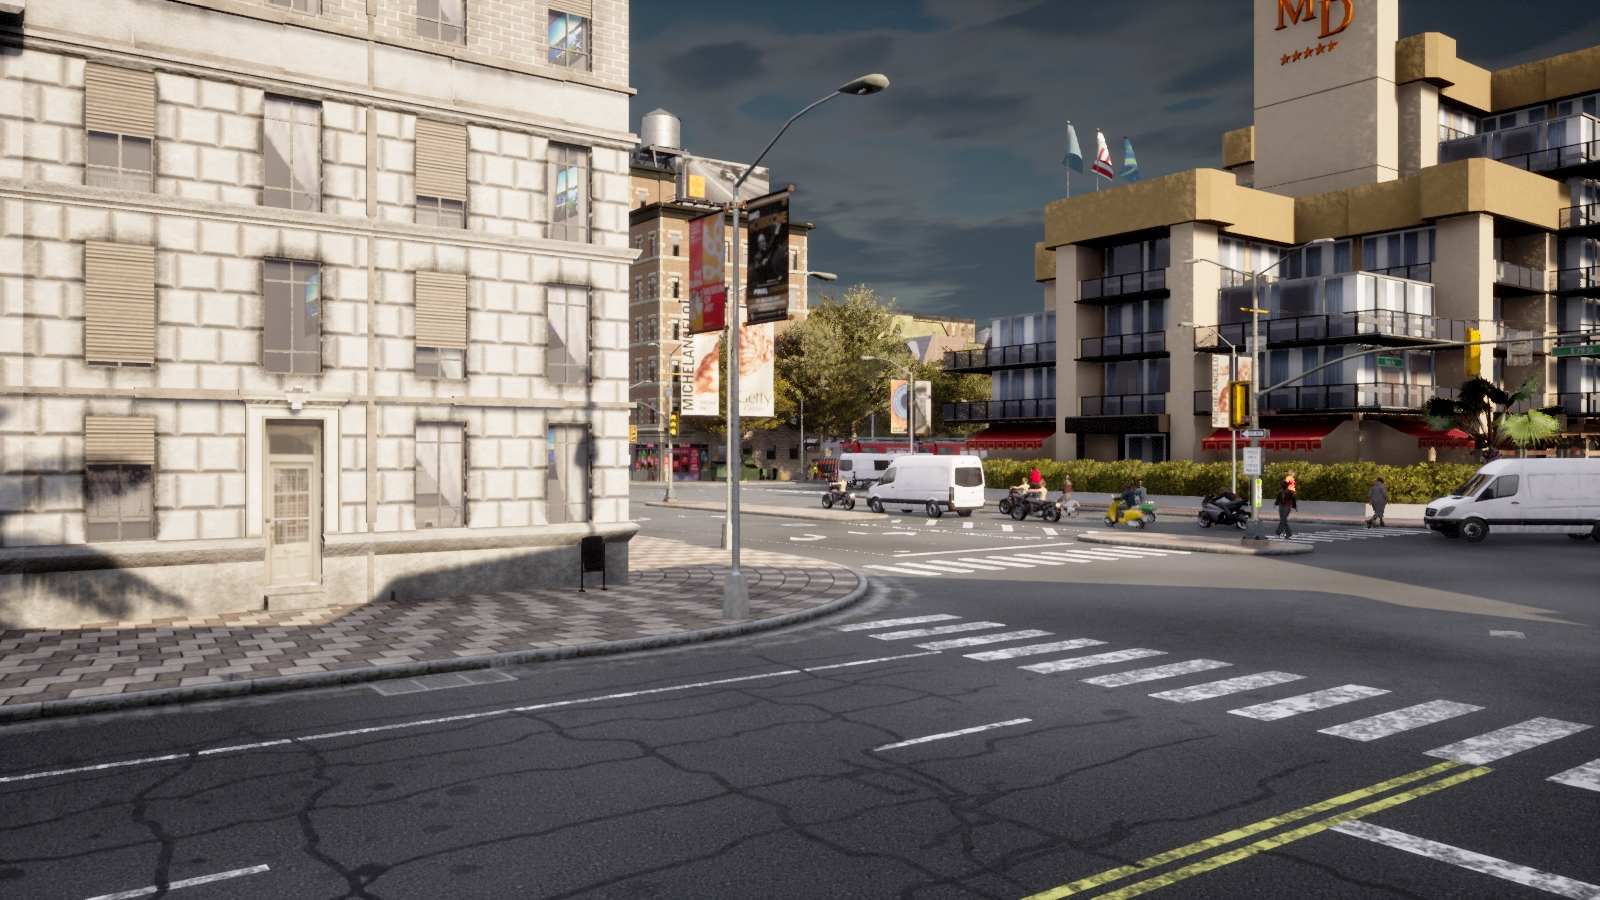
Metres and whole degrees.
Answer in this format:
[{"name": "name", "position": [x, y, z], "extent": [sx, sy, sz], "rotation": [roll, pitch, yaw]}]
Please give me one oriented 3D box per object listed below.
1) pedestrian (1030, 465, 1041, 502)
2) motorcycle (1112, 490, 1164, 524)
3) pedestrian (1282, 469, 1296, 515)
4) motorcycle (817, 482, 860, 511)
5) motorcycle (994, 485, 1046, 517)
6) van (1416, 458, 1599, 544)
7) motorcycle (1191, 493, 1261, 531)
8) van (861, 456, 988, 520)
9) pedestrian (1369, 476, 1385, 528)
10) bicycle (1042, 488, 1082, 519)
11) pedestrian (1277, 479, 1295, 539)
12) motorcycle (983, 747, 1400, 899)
[{"name": "pedestrian", "position": [11.935, 1.696, 57.880], "extent": [0.375, 1.860, 0.375], "rotation": [0, 0, -39]}, {"name": "motorcycle", "position": [13.079, 2.182, 44.246], "extent": [0.856, 1.236, 1.805], "rotation": [0, 0, -36]}, {"name": "pedestrian", "position": [19.812, 1.697, 46.297], "extent": [0.375, 1.860, 0.375], "rotation": [0, 0, -29]}, {"name": "motorcycle", "position": [1.797, 2.170, 53.778], "extent": [0.764, 1.277, 2.356], "rotation": [0, 0, -37]}, {"name": "motorcycle", "position": [9.406, 2.170, 48.968], "extent": [0.764, 1.277, 2.356], "rotation": [0, 0, -34]}, {"name": "van", "position": [22.687, 1.534, 35.476], "extent": [5.915, 2.561, 1.988], "rotation": [0, 0, 11]}, {"name": "motorcycle", "position": [15.193, 2.205, 40.836], "extent": [0.867, 1.251, 2.209], "rotation": [0, 0, -39]}, {"name": "van", "position": [5.246, 1.534, 49.039], "extent": [1.988, 2.561, 5.915], "rotation": [0, 0, -36]}, {"name": "pedestrian", "position": [20.624, 1.848, 40.847], "extent": [0.375, 1.860, 0.375], "rotation": [0, 0, -27]}, {"name": "bicycle", "position": [10.851, 2.210, 47.360], "extent": [0.329, 1.171, 1.835], "rotation": [0, 0, -36]}, {"name": "pedestrian", "position": [15.218, 1.849, 35.763], "extent": [0.375, 1.860, 0.375], "rotation": [0, 0, -38]}, {"name": "motorcycle", "position": [1.892, 2.213, 5.399], "extent": [2.033, 1.145, 0.803], "rotation": [0, 0, -34]}]
